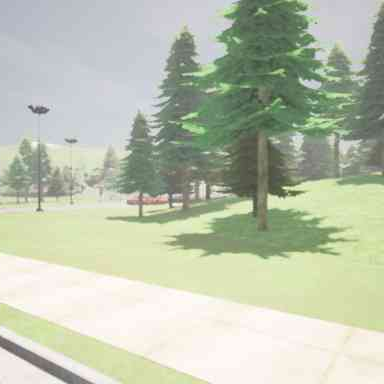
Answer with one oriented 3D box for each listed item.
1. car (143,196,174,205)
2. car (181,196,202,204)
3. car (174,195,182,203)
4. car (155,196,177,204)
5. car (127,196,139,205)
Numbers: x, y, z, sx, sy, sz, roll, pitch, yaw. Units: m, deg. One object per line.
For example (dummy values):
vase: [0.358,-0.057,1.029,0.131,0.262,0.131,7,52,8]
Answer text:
car: [-6.010,1.482,59.570,2.097,1.767,4.553,0,0,37]
car: [0.371,1.694,68.401,1.994,1.385,4.181,0,0,36]
car: [-2.720,1.487,70.103,2.097,1.767,4.553,0,0,36]
car: [-5.529,1.669,72.190,2.128,1.511,4.902,0,0,36]
car: [-9.081,1.496,61.306,2.097,1.767,4.553,0,0,37]
